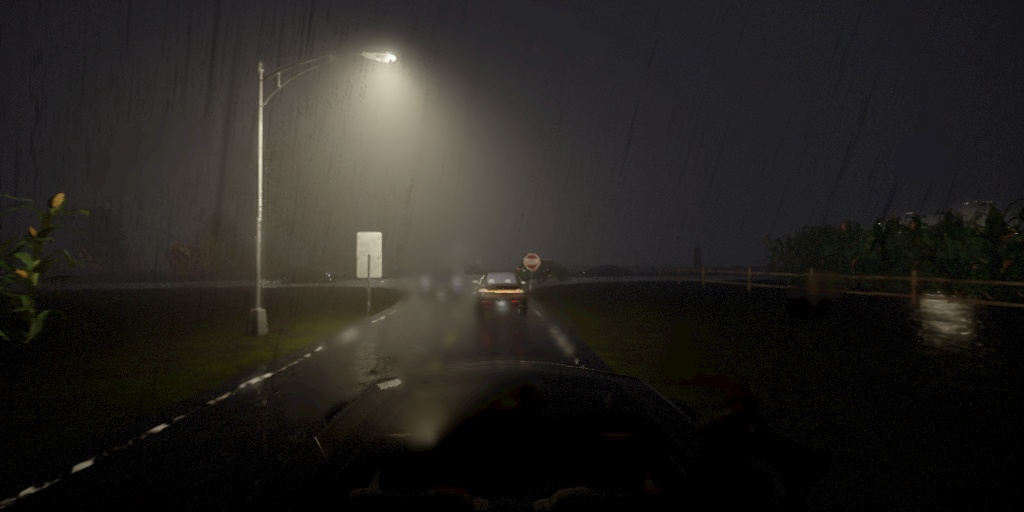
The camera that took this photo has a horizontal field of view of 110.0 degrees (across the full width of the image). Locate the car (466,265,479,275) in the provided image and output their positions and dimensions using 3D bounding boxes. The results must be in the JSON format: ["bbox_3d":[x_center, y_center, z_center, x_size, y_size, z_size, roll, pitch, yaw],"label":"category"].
[{"bbox_3d":[-5.471,1.910,49.799,1.812,1.442,4.674,0,-1,-12],"label":"car"}]

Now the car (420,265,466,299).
[{"bbox_3d":[-3.829,1.333,19.661,2.097,1.767,4.553,0,-1,-11],"label":"car"}]

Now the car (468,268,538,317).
[{"bbox_3d":[-0.465,1.397,13.958,2.128,1.511,4.902,0,-1,-4],"label":"car"}]

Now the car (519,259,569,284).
[{"bbox_3d":[2.819,1.317,31.604,2.150,2.045,5.566,-2,-2,42],"label":"car"}]

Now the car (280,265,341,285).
[{"bbox_3d":[-17.427,1.588,31.160,4.553,1.767,2.097,-1,0,0],"label":"car"}]

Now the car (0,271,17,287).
[{"bbox_3d":[-44.367,1.618,29.258,5.566,2.045,2.150,0,-1,-4],"label":"car"}]

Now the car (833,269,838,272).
[{"bbox_3d":[40.652,1.454,42.544,5.357,1.411,2.033,0,-1,-7],"label":"car"}]

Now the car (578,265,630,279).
[{"bbox_3d":[9.836,1.656,38.364,5.357,1.411,2.033,0,-1,-7],"label":"car"}]
